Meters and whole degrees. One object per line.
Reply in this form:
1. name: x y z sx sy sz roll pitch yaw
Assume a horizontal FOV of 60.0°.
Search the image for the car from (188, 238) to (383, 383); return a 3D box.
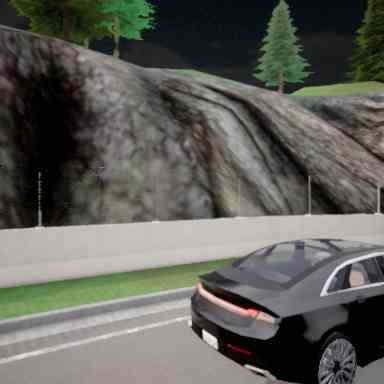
1. car: 2.311 1.474 5.006 4.902 1.511 2.128 0 0 -30
